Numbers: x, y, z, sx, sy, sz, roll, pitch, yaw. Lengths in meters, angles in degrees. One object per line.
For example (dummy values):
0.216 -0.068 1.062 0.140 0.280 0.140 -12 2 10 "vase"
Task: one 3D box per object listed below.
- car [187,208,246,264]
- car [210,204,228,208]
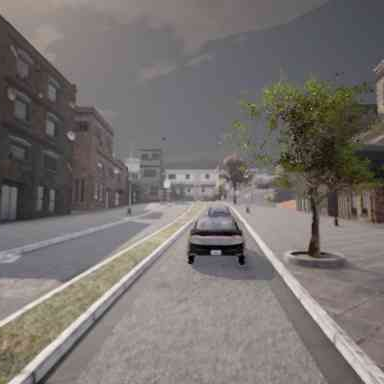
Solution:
0.887 1.556 12.101 2.128 1.511 4.902 0 0 4 "car"
2.376 1.740 29.454 1.895 1.301 4.718 0 0 5 "car"
